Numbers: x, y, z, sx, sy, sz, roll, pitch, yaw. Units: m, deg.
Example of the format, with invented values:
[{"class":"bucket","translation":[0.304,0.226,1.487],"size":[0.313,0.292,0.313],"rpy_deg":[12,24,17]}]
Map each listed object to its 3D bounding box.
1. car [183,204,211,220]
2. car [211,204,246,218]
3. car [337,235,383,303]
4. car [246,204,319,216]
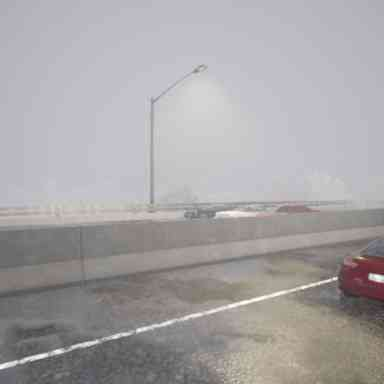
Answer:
[{"class":"car","translation":[1.646,1.630,26.545],"size":[4.718,1.301,1.895],"rpy_deg":[0,0,-35]},{"class":"car","translation":[3.952,1.632,23.887],"size":[4.718,1.301,1.895],"rpy_deg":[0,0,-35]},{"class":"car","translation":[5.103,1.579,7.346],"size":[4.181,1.385,1.994],"rpy_deg":[0,0,-35]},{"class":"car","translation":[6.034,1.510,21.069],"size":[5.008,1.535,1.882],"rpy_deg":[0,0,-35]}]
